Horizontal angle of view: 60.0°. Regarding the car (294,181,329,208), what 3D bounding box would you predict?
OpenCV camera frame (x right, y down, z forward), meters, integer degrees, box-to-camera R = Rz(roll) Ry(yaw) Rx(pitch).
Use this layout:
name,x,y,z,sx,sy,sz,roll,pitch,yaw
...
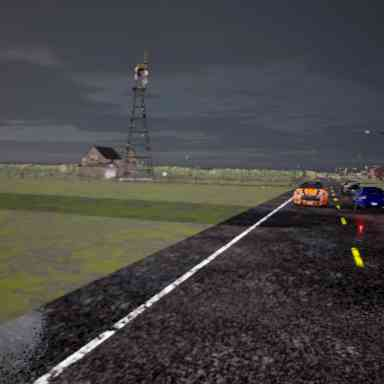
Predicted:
name,x,y,z,sx,sy,sz,roll,pitch,yaw
car,8.446,0.022,23.429,2.097,1.767,4.553,3,4,22

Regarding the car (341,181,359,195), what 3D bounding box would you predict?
name,x,y,z,sx,sy,sz,roll,pitch,yaw
car,17.796,-0.477,37.139,2.128,1.511,4.902,3,4,22

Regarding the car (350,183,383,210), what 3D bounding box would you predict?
name,x,y,z,sx,sy,sz,roll,pitch,yaw
car,11.544,0.392,21.576,1.812,1.442,4.674,3,4,22
